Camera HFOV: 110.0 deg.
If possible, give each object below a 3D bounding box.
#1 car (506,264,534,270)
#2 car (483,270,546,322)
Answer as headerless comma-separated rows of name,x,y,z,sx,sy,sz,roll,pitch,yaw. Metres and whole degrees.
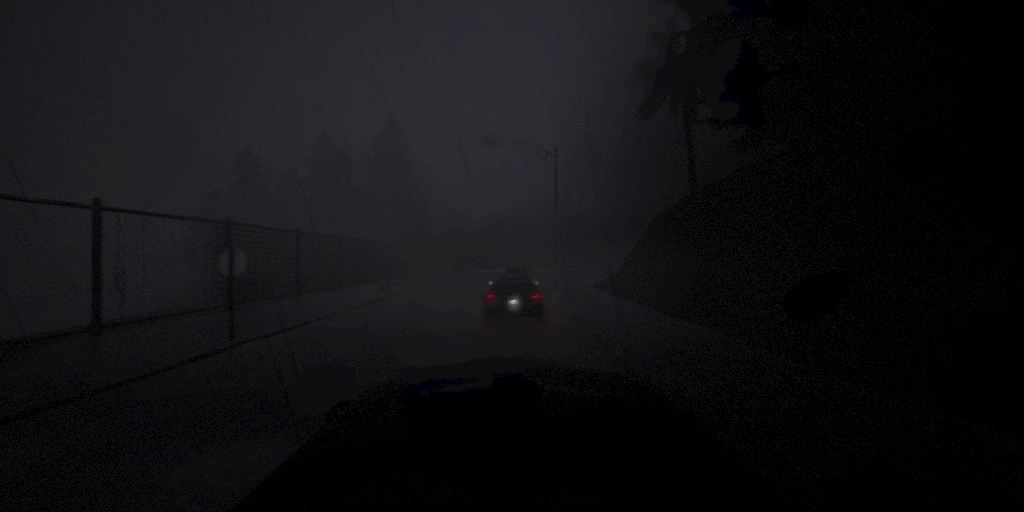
car,0.510,1.369,27.526,1.837,1.490,4.892,-1,0,7
car,0.075,1.360,12.589,1.994,1.385,4.181,0,0,0
